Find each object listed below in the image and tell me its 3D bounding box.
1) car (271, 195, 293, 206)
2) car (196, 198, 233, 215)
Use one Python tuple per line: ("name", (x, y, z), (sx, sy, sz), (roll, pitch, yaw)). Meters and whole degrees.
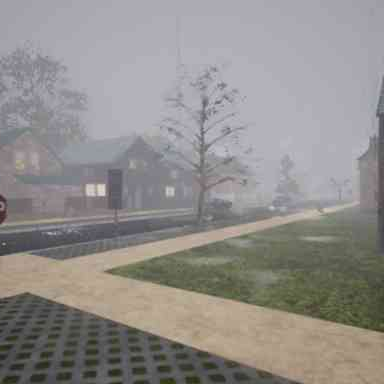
("car", (12.947, 1.223, 47.730), (1.882, 1.535, 5.008), (1, 1, 34))
("car", (2.214, 1.318, 31.837), (2.128, 1.511, 4.902), (1, 1, 34))
